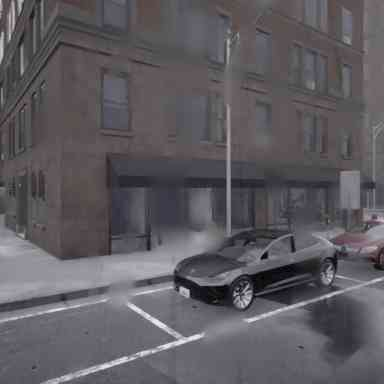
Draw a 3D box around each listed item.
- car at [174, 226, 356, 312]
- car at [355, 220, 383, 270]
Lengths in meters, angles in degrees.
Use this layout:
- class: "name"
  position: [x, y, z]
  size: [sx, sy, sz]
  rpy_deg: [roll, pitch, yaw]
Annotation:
- class: "car"
  position: [1.629, 1.565, 7.695]
  size: [4.313, 1.339, 1.947]
  rpy_deg: [0, 0, -35]
- class: "car"
  position: [6.108, 1.580, 10.889]
  size: [4.206, 1.307, 1.802]
  rpy_deg: [0, 0, -35]
